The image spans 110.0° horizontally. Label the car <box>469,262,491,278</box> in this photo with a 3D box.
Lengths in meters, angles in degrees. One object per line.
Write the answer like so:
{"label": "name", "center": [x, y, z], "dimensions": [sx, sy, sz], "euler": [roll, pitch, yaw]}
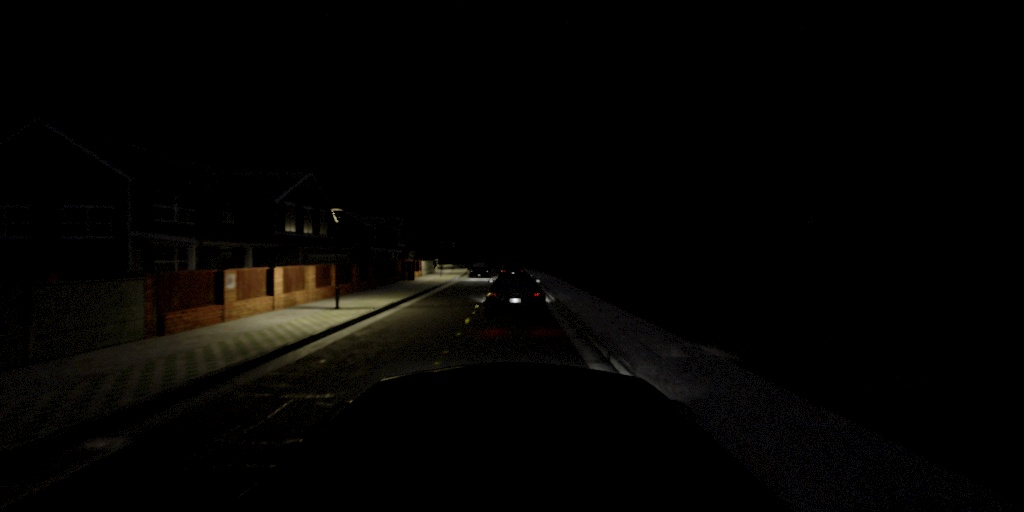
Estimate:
{"label": "car", "center": [-2.964, 1.290, 34.155], "dimensions": [2.033, 1.411, 5.357], "euler": [0, 0, -1]}

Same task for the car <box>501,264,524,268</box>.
{"label": "car", "center": [0.049, 1.308, 29.661], "dimensions": [1.994, 1.385, 4.181], "euler": [0, 0, -1]}

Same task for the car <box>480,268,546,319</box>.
{"label": "car", "center": [0.097, 1.312, 12.821], "dimensions": [1.994, 1.385, 4.181], "euler": [0, 0, 0]}
